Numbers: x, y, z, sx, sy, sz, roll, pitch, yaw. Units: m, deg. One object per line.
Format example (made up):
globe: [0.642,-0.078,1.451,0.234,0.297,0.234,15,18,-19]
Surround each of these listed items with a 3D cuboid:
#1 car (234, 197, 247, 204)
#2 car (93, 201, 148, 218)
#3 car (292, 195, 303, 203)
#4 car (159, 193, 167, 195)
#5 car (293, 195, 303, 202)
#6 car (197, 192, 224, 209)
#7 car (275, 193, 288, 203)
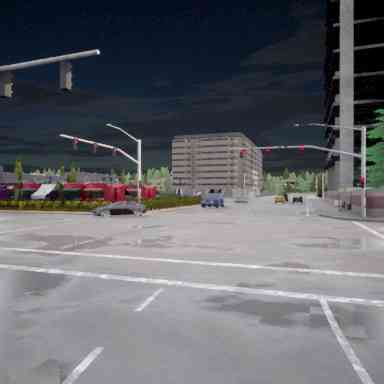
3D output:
car: [9.525,1.601,65.262,1.895,1.301,4.718,0,0,19]
car: [-6.419,1.533,30.107,4.902,1.511,2.128,-1,1,-18]
car: [21.483,1.478,67.604,1.882,1.535,5.008,0,0,19]
car: [-7.924,1.209,81.463,4.605,1.855,1.932,0,0,19]
car: [24.780,1.525,77.346,2.128,1.511,4.902,0,0,19]
car: [2.928,1.222,46.103,2.150,2.045,5.566,0,0,19]
car: [18.270,1.478,69.010,1.882,1.535,5.008,0,0,19]
